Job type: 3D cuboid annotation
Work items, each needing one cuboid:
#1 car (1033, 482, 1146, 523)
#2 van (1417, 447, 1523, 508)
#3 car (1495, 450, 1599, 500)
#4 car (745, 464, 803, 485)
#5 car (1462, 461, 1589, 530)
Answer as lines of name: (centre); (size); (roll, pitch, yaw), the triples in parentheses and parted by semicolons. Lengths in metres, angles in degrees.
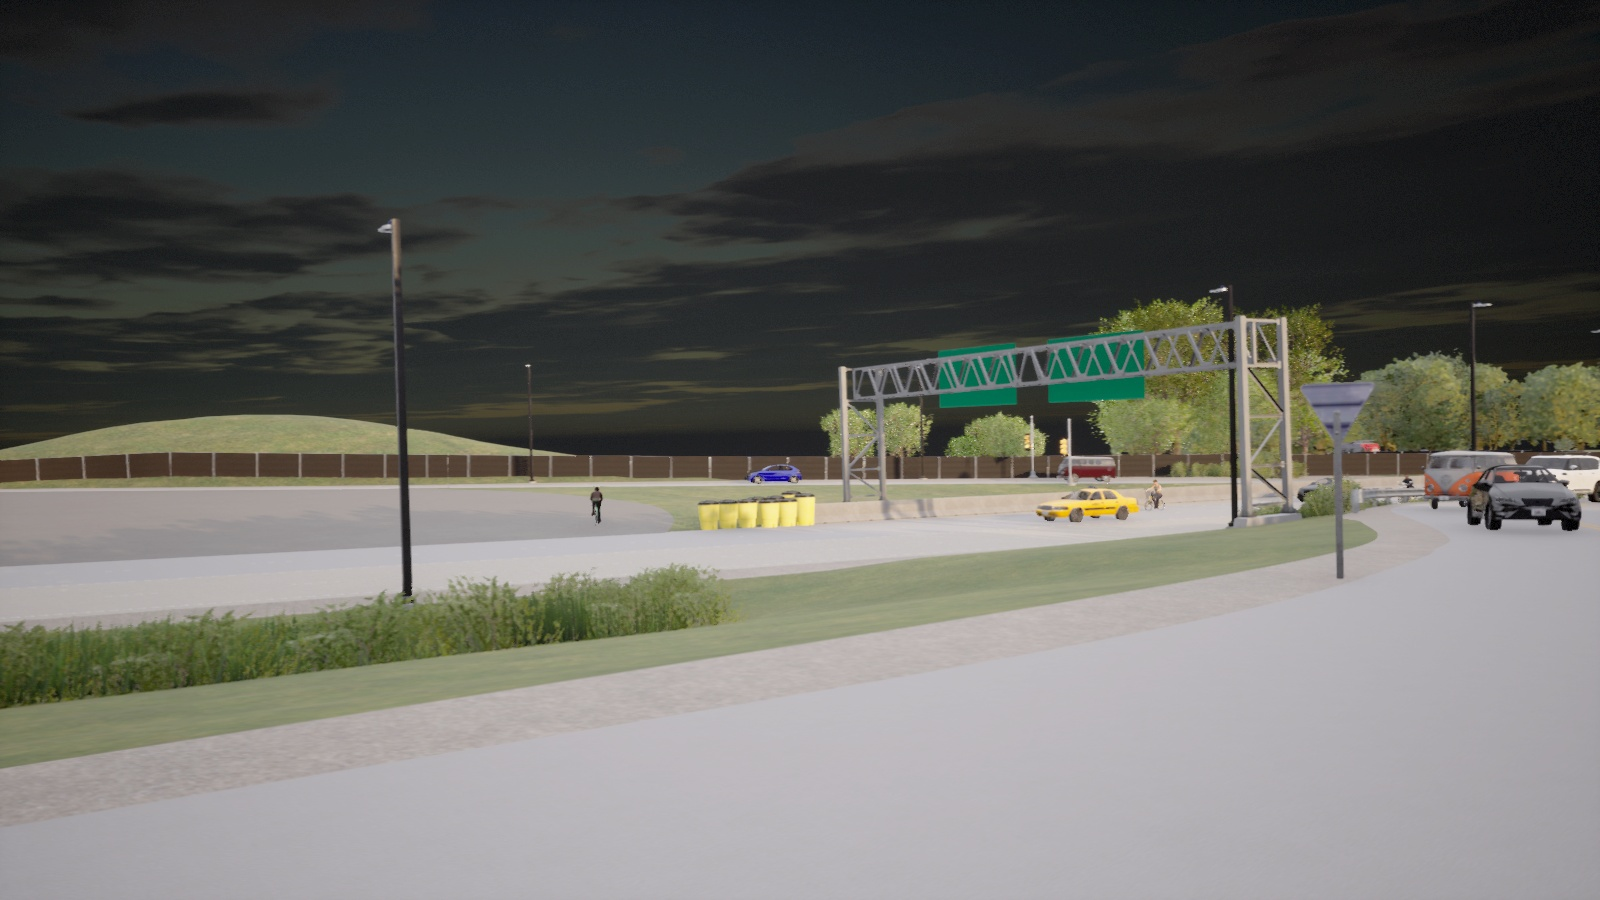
car: (13.091, 2.340, 56.653); (5.366, 1.575, 1.801); (-1, 0, -34)
van: (22.942, 0.932, 42.909); (4.442, 1.987, 1.775); (0, -2, -42)
car: (32.281, 1.074, 53.640); (5.566, 2.045, 2.150); (1, -1, -33)
car: (-1.990, 1.842, 94.914); (4.193, 1.474, 1.816); (0, 1, -7)
car: (16.618, 1.012, 28.958); (1.816, 1.474, 4.193); (-1, -1, 20)
